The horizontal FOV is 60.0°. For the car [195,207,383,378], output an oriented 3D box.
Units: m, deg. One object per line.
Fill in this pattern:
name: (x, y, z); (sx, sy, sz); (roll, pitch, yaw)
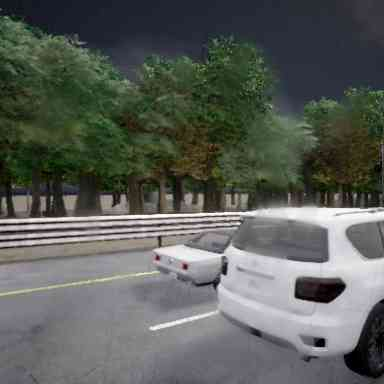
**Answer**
car: (2.986, 1.294, 5.857); (5.566, 2.045, 2.150); (1, 0, -35)

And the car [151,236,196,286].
car: (1.377, 1.678, 9.005); (4.718, 1.301, 1.895); (1, 0, -35)
